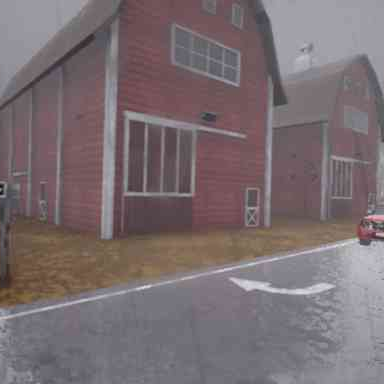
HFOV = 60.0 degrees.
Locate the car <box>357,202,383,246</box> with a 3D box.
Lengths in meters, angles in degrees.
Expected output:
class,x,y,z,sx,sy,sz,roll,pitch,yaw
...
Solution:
class,x,y,z,sx,sy,sz,roll,pitch,yaw
car,9.806,1.480,15.651,5.566,2.045,2.150,2,0,-43
